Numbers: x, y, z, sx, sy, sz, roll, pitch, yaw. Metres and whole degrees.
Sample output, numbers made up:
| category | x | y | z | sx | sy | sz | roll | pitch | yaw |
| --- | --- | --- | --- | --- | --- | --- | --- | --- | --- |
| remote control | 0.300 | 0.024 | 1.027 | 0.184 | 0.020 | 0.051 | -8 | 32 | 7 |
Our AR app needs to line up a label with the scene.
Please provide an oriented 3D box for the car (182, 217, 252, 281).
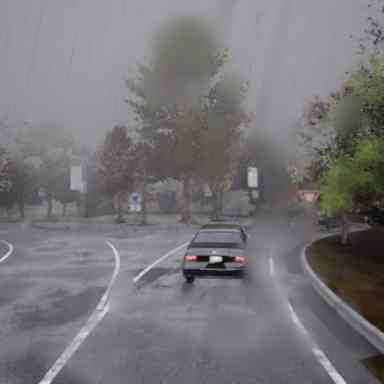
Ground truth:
| category | x | y | z | sx | sy | sz | roll | pitch | yaw |
| --- | --- | --- | --- | --- | --- | --- | --- | --- | --- |
| car | 0.899 | 1.707 | 10.357 | 2.033 | 1.411 | 5.357 | 0 | -2 | 8 |

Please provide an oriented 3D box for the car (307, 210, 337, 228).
| category | x | y | z | sx | sy | sz | roll | pitch | yaw |
| --- | --- | --- | --- | --- | --- | --- | --- | --- | --- |
| car | 11.632 | 2.376 | 29.718 | 1.837 | 1.490 | 4.892 | 1 | -2 | 32 |

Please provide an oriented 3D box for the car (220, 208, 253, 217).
| category | x | y | z | sx | sy | sz | roll | pitch | yaw |
| --- | --- | --- | --- | --- | --- | --- | --- | --- | --- |
| car | 6.604 | 3.207 | 50.830 | 5.357 | 1.411 | 2.033 | -1 | -3 | 35 |
